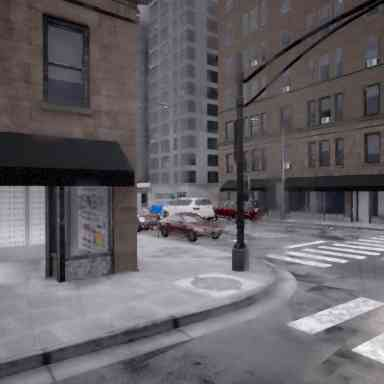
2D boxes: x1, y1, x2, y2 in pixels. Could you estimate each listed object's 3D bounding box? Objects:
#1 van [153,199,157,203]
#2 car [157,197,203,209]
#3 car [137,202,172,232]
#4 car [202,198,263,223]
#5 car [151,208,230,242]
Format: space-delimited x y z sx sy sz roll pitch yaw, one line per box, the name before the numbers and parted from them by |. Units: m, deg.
van | -2.962 1.689 36.022 1.690 1.788 3.998 -1 0 -36
car | -0.426 1.486 27.962 2.150 2.045 5.566 0 0 -36
car | -3.446 1.706 22.107 1.967 1.590 4.097 -1 0 -36
car | 3.469 1.522 27.088 2.192 1.841 5.009 -1 0 -36
car | -0.227 1.778 17.639 1.802 1.307 4.206 -1 0 -36
